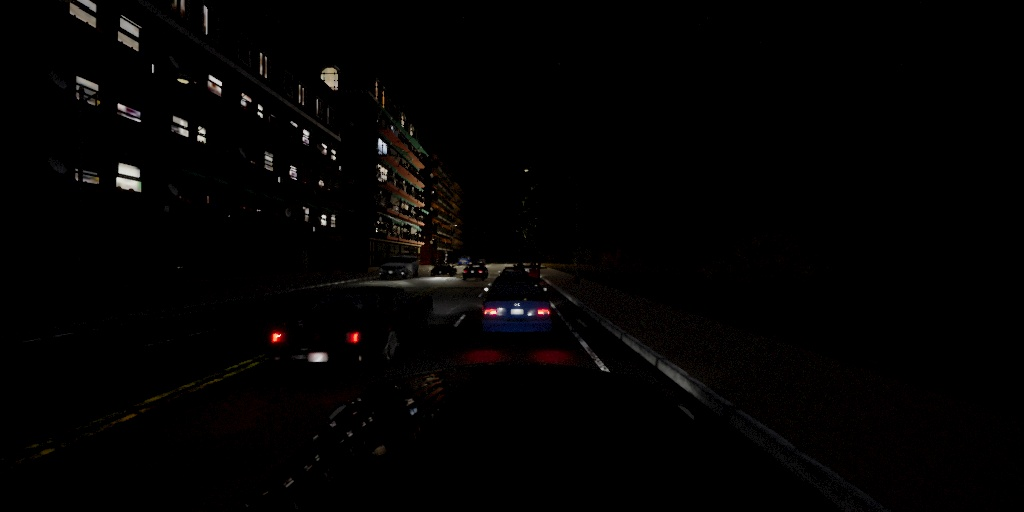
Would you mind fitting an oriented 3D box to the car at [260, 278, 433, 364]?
[{"bbox_3d":[-3.143,1.352,8.049,1.895,1.301,4.718,0,0,0],"label":"car"}]

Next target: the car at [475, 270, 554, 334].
[{"bbox_3d":[0.112,1.299,10.565,2.033,1.411,5.357,0,0,0],"label":"car"}]

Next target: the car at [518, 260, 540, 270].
[{"bbox_3d":[1.173,1.104,29.833,2.097,1.767,4.553,0,0,0],"label":"car"}]

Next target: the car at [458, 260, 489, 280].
[{"bbox_3d":[-3.112,1.301,31.057,2.033,1.411,5.357,0,0,0],"label":"car"}]

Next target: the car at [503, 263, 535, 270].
[{"bbox_3d":[0.118,1.317,20.898,1.994,1.385,4.181,0,0,1],"label":"car"}]

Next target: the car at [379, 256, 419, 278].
[{"bbox_3d":[-9.813,0.975,31.750,2.150,2.045,5.566,0,0,0],"label":"car"}]

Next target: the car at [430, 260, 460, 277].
[{"bbox_3d":[-6.558,1.317,34.798,1.994,1.385,4.181,0,0,0],"label":"car"}]
